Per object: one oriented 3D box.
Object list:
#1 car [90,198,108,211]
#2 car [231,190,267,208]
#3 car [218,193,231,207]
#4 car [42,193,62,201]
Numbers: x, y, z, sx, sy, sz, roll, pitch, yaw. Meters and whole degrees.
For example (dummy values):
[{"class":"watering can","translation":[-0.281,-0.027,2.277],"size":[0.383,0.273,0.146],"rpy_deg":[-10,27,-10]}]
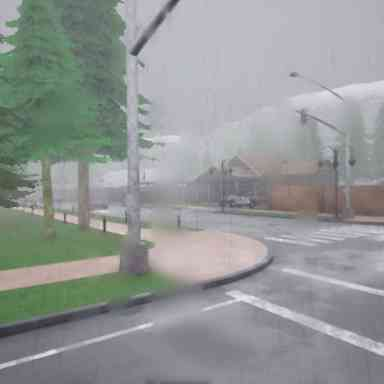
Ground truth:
[{"class":"car","translation":[-10.986,1.337,37.180],"size":[1.994,1.385,4.181],"rpy_deg":[-1,1,-37]},{"class":"car","translation":[6.723,0.727,35.098],"size":[4.605,1.855,1.932],"rpy_deg":[-1,1,-37]},{"class":"car","translation":[4.905,0.736,36.877],"size":[3.866,1.878,1.905],"rpy_deg":[-1,1,-37]},{"class":"car","translation":[-21.180,0.859,50.051],"size":[2.097,1.767,4.553],"rpy_deg":[-1,1,-43]}]
